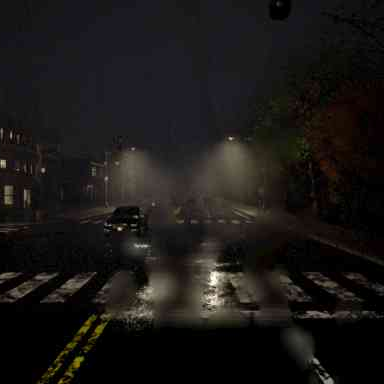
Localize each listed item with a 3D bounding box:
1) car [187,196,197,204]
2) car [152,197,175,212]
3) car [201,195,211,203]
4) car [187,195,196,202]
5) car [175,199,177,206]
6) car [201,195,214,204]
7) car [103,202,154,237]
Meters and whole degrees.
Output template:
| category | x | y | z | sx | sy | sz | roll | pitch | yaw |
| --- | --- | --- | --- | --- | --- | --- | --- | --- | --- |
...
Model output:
| category | x | y | z | sx | sy | sz | roll | pitch | yaw |
| --- | --- | --- | --- | --- | --- | --- | --- | --- | --- |
| car | -0.057 | 1.576 | 64.460 | 1.895 | 1.301 | 4.718 | 0 | 0 | 0 |
| car | -3.442 | 1.339 | 38.224 | 2.097 | 1.767 | 4.553 | 0 | 0 | 0 |
| car | 3.072 | 1.495 | 73.222 | 2.128 | 1.511 | 4.902 | 0 | 0 | 0 |
| car | -0.168 | 1.511 | 74.659 | 2.033 | 1.411 | 5.357 | 0 | 0 | 0 |
| car | -3.468 | 1.545 | 52.803 | 1.994 | 1.385 | 4.181 | 0 | 0 | 0 |
| car | 3.199 | 1.577 | 63.217 | 1.895 | 1.301 | 4.718 | 0 | 0 | 0 |
| car | -3.394 | 1.501 | 18.011 | 1.837 | 1.490 | 4.892 | 0 | 0 | 0 |
